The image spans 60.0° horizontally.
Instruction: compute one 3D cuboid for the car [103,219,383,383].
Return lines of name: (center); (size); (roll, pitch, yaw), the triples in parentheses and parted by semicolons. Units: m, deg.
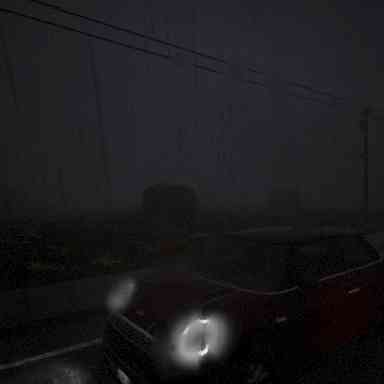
car: (1.086, 1.352, 4.823); (4.553, 1.767, 2.097); (0, 0, -37)
